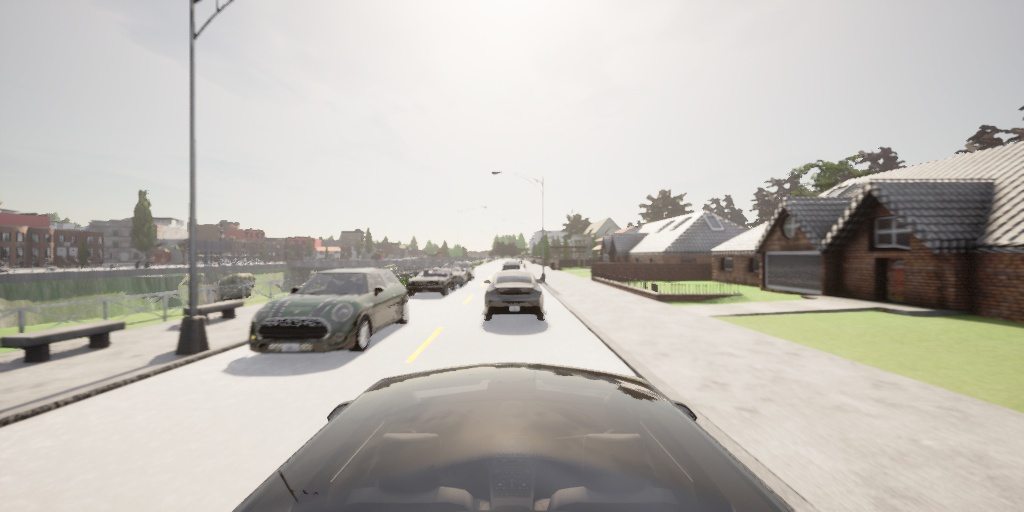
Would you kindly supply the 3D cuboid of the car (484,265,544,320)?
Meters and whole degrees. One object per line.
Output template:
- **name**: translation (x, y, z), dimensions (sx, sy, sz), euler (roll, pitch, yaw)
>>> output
- **car**: translation (0.063, 1.248, 12.600), dimensions (1.837, 1.490, 4.892), euler (0, 0, 0)

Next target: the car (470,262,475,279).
- **car**: translation (-4.161, 1.244, 29.939), dimensions (1.837, 1.490, 4.892), euler (0, 0, 0)

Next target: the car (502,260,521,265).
- **car**: translation (-0.059, 1.204, 37.631), dimensions (1.882, 1.535, 5.008), euler (0, 0, 0)

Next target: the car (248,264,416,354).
- **car**: translation (-4.123, 1.104, 8.906), dimensions (2.097, 1.767, 4.553), euler (0, 0, 0)

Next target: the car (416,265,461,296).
- **car**: translation (-4.160, 1.347, 19.319), dimensions (1.895, 1.301, 4.718), euler (0, 0, 0)

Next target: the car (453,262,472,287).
- **car**: translation (-4.086, 1.329, 23.995), dimensions (1.994, 1.385, 4.181), euler (0, 0, 0)
